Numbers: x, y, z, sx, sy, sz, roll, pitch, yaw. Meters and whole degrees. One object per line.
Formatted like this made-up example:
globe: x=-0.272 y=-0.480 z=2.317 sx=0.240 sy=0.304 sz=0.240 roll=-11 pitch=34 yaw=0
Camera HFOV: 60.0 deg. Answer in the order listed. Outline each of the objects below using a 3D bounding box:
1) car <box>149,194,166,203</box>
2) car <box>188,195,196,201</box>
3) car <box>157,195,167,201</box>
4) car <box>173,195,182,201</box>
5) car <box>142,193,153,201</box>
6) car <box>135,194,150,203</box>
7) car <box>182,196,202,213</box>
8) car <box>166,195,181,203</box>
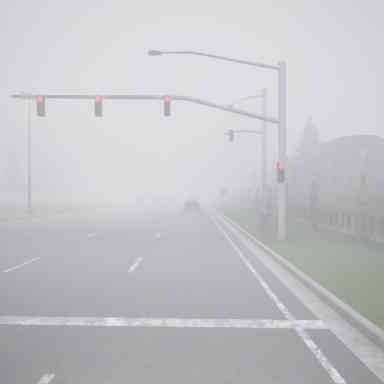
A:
car: x=-6.984 y=1.477 z=68.112 sx=1.882 sy=1.535 sz=5.008 roll=0 pitch=0 yaw=0
car: x=0.019 y=1.356 z=78.530 sx=1.812 sy=1.442 sz=4.674 roll=0 pitch=0 yaw=0
car: x=-6.981 y=1.385 z=78.532 sx=1.994 sy=1.385 sz=4.181 roll=0 pitch=0 yaw=0
car: x=-3.481 y=1.427 z=78.561 sx=1.895 sy=1.301 sz=4.718 roll=0 pitch=0 yaw=0
car: x=-10.481 y=1.187 z=78.503 sx=2.097 sy=1.767 sz=4.553 roll=0 pitch=0 yaw=0
car: x=-10.484 y=1.564 z=68.496 sx=1.994 sy=1.385 sz=4.181 roll=0 pitch=0 yaw=0
car: x=0.009 y=1.504 z=37.497 sx=1.837 sy=1.490 sz=4.892 roll=0 pitch=0 yaw=0
car: x=-3.484 y=1.491 z=68.111 sx=2.128 sy=1.511 sz=4.902 roll=0 pitch=0 yaw=0
